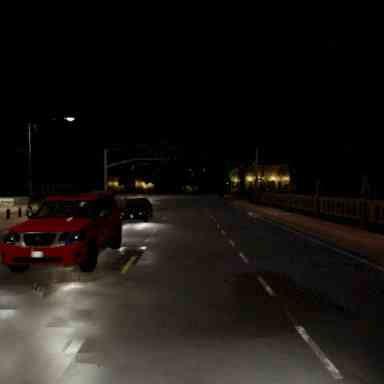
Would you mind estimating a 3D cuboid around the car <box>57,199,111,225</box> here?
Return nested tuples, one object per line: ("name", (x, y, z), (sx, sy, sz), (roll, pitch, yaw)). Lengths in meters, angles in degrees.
("car", (-7.347, 1.273, 23.329), (2.033, 1.411, 5.357), (0, 1, 0))

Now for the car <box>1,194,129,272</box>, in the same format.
("car", (-3.718, 1.097, 10.711), (2.150, 2.045, 5.566), (0, 1, 0))

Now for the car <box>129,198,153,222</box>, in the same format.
("car", (-3.847, 1.199, 23.489), (1.837, 1.490, 4.892), (0, 3, 0))
